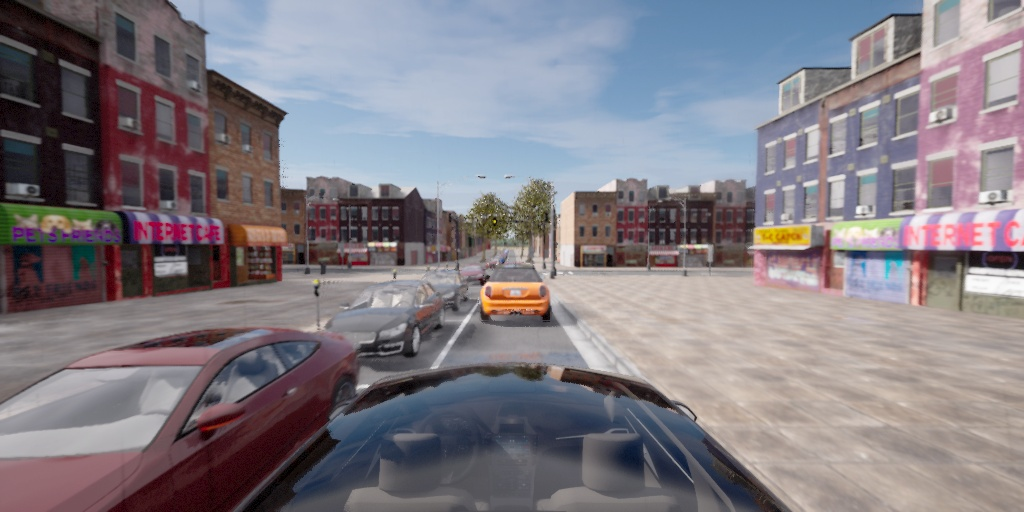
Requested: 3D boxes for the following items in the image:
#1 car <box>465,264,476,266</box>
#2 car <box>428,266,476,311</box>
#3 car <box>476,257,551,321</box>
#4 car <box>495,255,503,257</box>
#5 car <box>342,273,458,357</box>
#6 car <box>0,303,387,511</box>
[{"bbox_3d":[-2.643,1.220,24.588,1.802,1.307,4.207,0,0,0],"label":"car"},{"bbox_3d":[-2.642,1.236,13.694,2.007,1.370,4.403,0,0,0],"label":"car"},{"bbox_3d":[0.096,1.047,12.293,2.097,1.767,4.553,0,0,0],"label":"car"},{"bbox_3d":[-2.645,0.995,51.363,1.967,1.591,4.097,0,0,0],"label":"car"},{"bbox_3d":[-2.641,1.264,8.245,2.007,1.370,4.403,0,0,0],"label":"car"},{"bbox_3d":[-2.640,1.326,2.796,1.802,1.307,4.207,0,0,0],"label":"car"}]
